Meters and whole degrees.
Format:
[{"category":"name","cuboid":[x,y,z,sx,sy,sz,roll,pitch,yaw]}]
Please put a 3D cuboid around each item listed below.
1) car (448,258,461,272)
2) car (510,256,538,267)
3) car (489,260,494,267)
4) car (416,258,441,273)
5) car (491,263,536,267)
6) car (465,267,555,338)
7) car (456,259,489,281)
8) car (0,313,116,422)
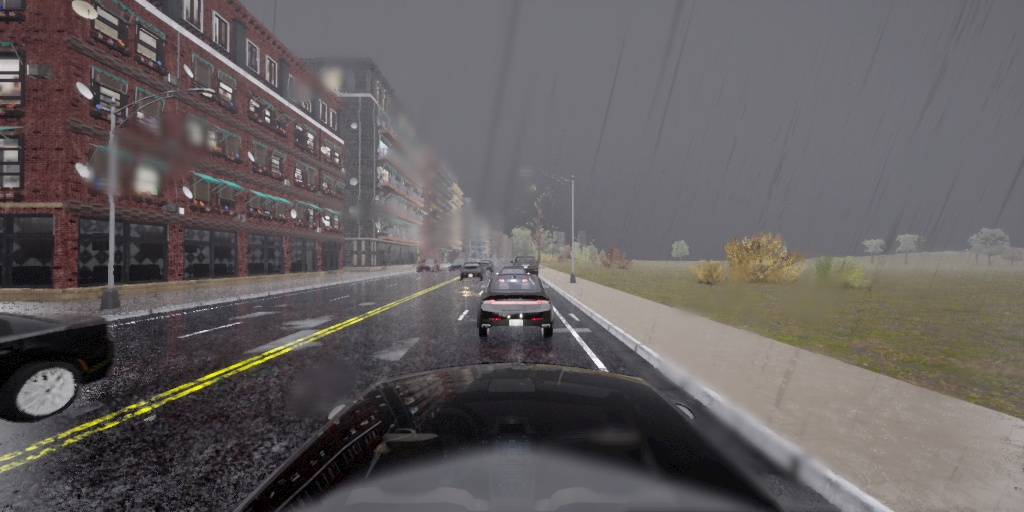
[{"category":"car","cuboid":[-6.700,1.105,45.336,2.097,1.767,4.553,0,0,0]},{"category":"car","cuboid":[1.070,0.978,30.912,2.150,2.045,5.566,0,0,0]},{"category":"car","cuboid":[-3.250,1.257,44.693,1.837,1.490,4.892,0,0,0]},{"category":"car","cuboid":[-9.946,1.105,42.910,2.097,1.767,4.553,0,0,0]},{"category":"car","cuboid":[0.060,1.300,20.700,2.033,1.411,5.357,0,0,0]},{"category":"car","cuboid":[0.081,1.243,10.260,2.128,1.511,4.902,0,0,0]},{"category":"car","cuboid":[-3.216,1.256,30.236,1.837,1.490,4.892,0,0,0]},{"category":"car","cuboid":[-6.600,1.228,2.950,1.882,1.535,5.008,0,0,0]}]
